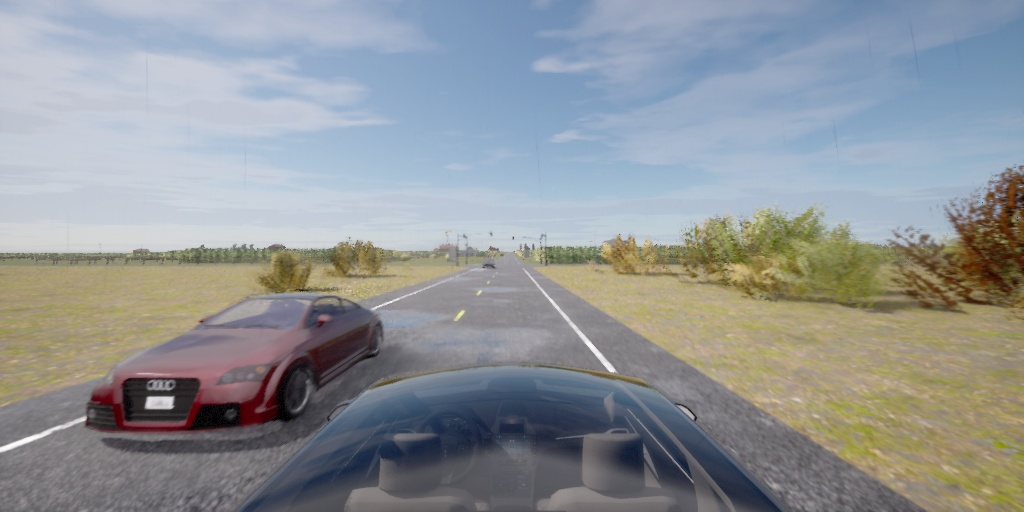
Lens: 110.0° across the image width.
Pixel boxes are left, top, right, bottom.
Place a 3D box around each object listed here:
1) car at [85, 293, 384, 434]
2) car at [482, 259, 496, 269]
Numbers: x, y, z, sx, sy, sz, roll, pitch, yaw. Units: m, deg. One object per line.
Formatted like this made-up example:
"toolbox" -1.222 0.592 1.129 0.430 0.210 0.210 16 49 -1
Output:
"car" -3.598 1.313 5.655 1.994 1.385 4.181 0 0 0
"car" -3.510 1.172 54.695 1.837 1.490 4.892 0 0 0
